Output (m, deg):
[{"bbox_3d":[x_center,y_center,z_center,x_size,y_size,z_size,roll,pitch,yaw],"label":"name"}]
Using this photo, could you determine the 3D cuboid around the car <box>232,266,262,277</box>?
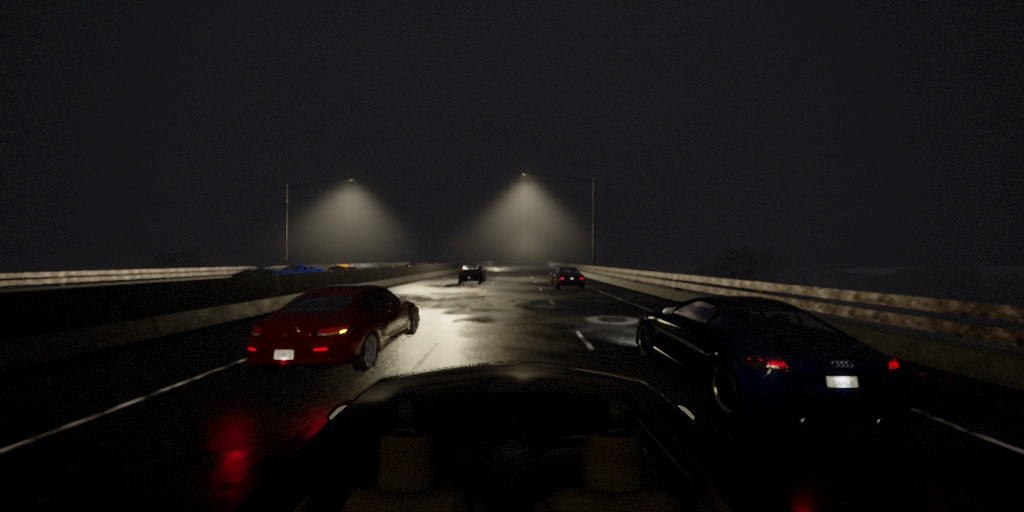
[{"bbox_3d":[-20.882,1.525,29.686,1.994,1.385,4.181,0,0,1],"label":"car"}]

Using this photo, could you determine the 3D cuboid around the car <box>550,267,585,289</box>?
[{"bbox_3d":[3.737,1.472,24.618,2.033,1.411,5.357,0,0,1],"label":"car"}]

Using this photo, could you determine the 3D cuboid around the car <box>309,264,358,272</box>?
[{"bbox_3d":[-13.894,1.435,29.035,1.882,1.535,5.008,0,0,1],"label":"car"}]

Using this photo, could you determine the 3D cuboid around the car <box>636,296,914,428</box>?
[{"bbox_3d":[3.594,1.346,5.897,1.994,1.385,4.181,0,0,0],"label":"car"}]

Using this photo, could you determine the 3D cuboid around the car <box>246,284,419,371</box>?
[{"bbox_3d":[-3.396,1.319,7.667,1.812,1.442,4.674,0,0,0],"label":"car"}]

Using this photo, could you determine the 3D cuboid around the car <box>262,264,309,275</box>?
[{"bbox_3d":[-17.392,1.435,29.134,1.882,1.535,5.008,0,-1,1],"label":"car"}]

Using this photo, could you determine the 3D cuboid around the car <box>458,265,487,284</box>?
[{"bbox_3d":[-3.193,1.454,29.344,2.128,1.511,4.902,0,0,1],"label":"car"}]
